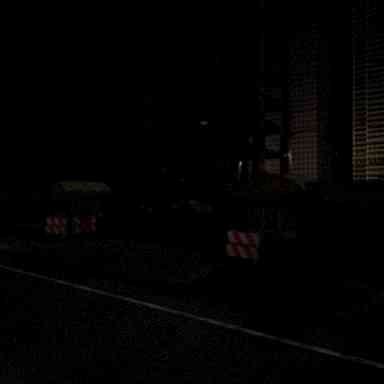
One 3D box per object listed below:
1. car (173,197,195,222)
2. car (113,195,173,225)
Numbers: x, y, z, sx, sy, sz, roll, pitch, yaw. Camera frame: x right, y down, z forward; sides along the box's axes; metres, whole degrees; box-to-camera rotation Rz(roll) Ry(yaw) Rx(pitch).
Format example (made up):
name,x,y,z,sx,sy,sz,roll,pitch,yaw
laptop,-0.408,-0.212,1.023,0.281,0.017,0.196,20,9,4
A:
name,x,y,z,sx,sy,sz,roll,pitch,yaw
car,-1.838,1.161,24.782,3.866,1.878,1.905,0,0,36
car,-3.550,1.164,22.390,3.866,1.878,1.905,0,0,36
